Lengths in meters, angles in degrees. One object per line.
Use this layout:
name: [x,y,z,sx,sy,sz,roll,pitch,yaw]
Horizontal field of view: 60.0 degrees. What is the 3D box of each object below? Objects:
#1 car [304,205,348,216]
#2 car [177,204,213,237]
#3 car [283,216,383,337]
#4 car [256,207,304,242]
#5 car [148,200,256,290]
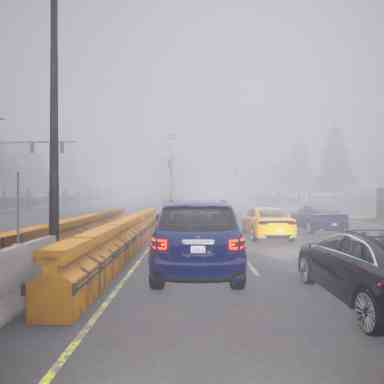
car: [7.154,1.478,19.161,1.882,1.535,5.008,0,0,0]
car: [0.154,1.505,19.070,1.837,1.490,4.892,0,0,0]
car: [3.615,1.492,6.612,2.128,1.511,4.902,0,0,0]
car: [3.646,1.478,16.454,1.882,1.535,5.008,0,0,0]
car: [0.127,1.222,9.221,2.150,2.045,5.566,0,0,0]
